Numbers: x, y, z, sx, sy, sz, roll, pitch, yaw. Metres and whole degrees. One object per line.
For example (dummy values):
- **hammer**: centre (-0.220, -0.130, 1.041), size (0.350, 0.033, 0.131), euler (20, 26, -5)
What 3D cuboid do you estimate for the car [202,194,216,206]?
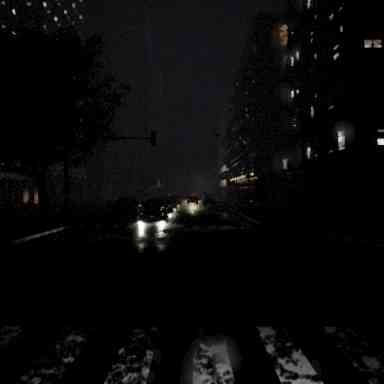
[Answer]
- **car**: centre (2.713, 1.446, 52.111), size (1.947, 1.339, 4.313), euler (0, 0, 0)

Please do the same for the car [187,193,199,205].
- **car**: centre (0.127, 1.376, 57.631), size (1.837, 1.490, 4.892), euler (0, 0, 0)

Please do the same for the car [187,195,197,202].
- **car**: centre (0.033, 1.395, 69.328), size (2.033, 1.411, 5.357), euler (0, 0, 0)

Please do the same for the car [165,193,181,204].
- **car**: centre (-3.014, 1.226, 56.089), size (2.097, 1.767, 4.553), euler (0, 0, 1)

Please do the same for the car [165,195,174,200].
- **car**: centre (-5.654, 1.387, 85.252), size (2.008, 1.369, 4.403), euler (0, 0, 0)

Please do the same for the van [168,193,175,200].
- **van**: centre (-5.652, 1.172, 90.774), size (1.690, 1.788, 3.998), euler (0, 0, 0)

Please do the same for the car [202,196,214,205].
- **car**: centre (2.715, 1.396, 57.803), size (1.752, 1.417, 4.829), euler (0, 0, 0)

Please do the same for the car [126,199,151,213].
- **car**: centre (-5.676, 1.480, 35.546), size (1.947, 1.339, 4.313), euler (0, 0, 0)

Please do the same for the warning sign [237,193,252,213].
- **warning sign**: centre (5.084, 1.037, 32.142), size (1.300, 1.860, 1.060), euler (0, 0, 0)

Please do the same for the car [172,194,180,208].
- **car**: centre (-3.073, 1.418, 46.159), size (1.812, 1.442, 4.674), euler (0, 0, 1)

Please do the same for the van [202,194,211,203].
- **van**: centre (2.717, 1.204, 63.157), size (1.690, 1.788, 3.998), euler (0, 0, 0)

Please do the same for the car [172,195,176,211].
- **car**: centre (-3.078, 1.389, 36.850), size (1.882, 1.535, 5.008), euler (0, 0, 0)

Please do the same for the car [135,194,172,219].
- **car**: centre (-3.087, 1.283, 27.759), size (2.097, 1.767, 4.553), euler (0, 0, 0)

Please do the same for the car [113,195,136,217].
- **car**: centre (-5.678, 1.241, 30.023), size (2.192, 1.841, 5.009), euler (0, 0, 0)

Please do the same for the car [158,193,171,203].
- **car**: centre (-5.661, 1.170, 68.682), size (2.192, 1.841, 5.009), euler (0, 0, 0)
